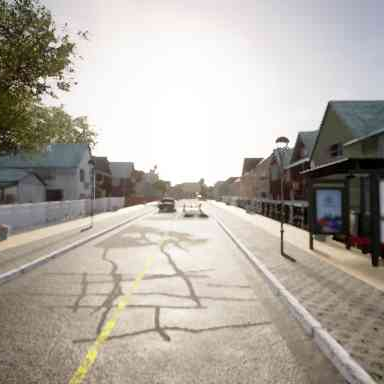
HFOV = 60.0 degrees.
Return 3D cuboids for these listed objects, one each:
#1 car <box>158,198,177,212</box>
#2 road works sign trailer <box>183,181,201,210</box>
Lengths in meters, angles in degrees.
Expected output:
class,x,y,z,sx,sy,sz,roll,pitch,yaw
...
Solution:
class,x,y,z,sx,sy,sz,roll,pitch,yaw
car,-2.832,1.497,38.734,1.837,1.490,4.892,0,0,0
road works sign trailer,0.007,0.465,41.992,2.380,3.560,2.880,0,0,1
